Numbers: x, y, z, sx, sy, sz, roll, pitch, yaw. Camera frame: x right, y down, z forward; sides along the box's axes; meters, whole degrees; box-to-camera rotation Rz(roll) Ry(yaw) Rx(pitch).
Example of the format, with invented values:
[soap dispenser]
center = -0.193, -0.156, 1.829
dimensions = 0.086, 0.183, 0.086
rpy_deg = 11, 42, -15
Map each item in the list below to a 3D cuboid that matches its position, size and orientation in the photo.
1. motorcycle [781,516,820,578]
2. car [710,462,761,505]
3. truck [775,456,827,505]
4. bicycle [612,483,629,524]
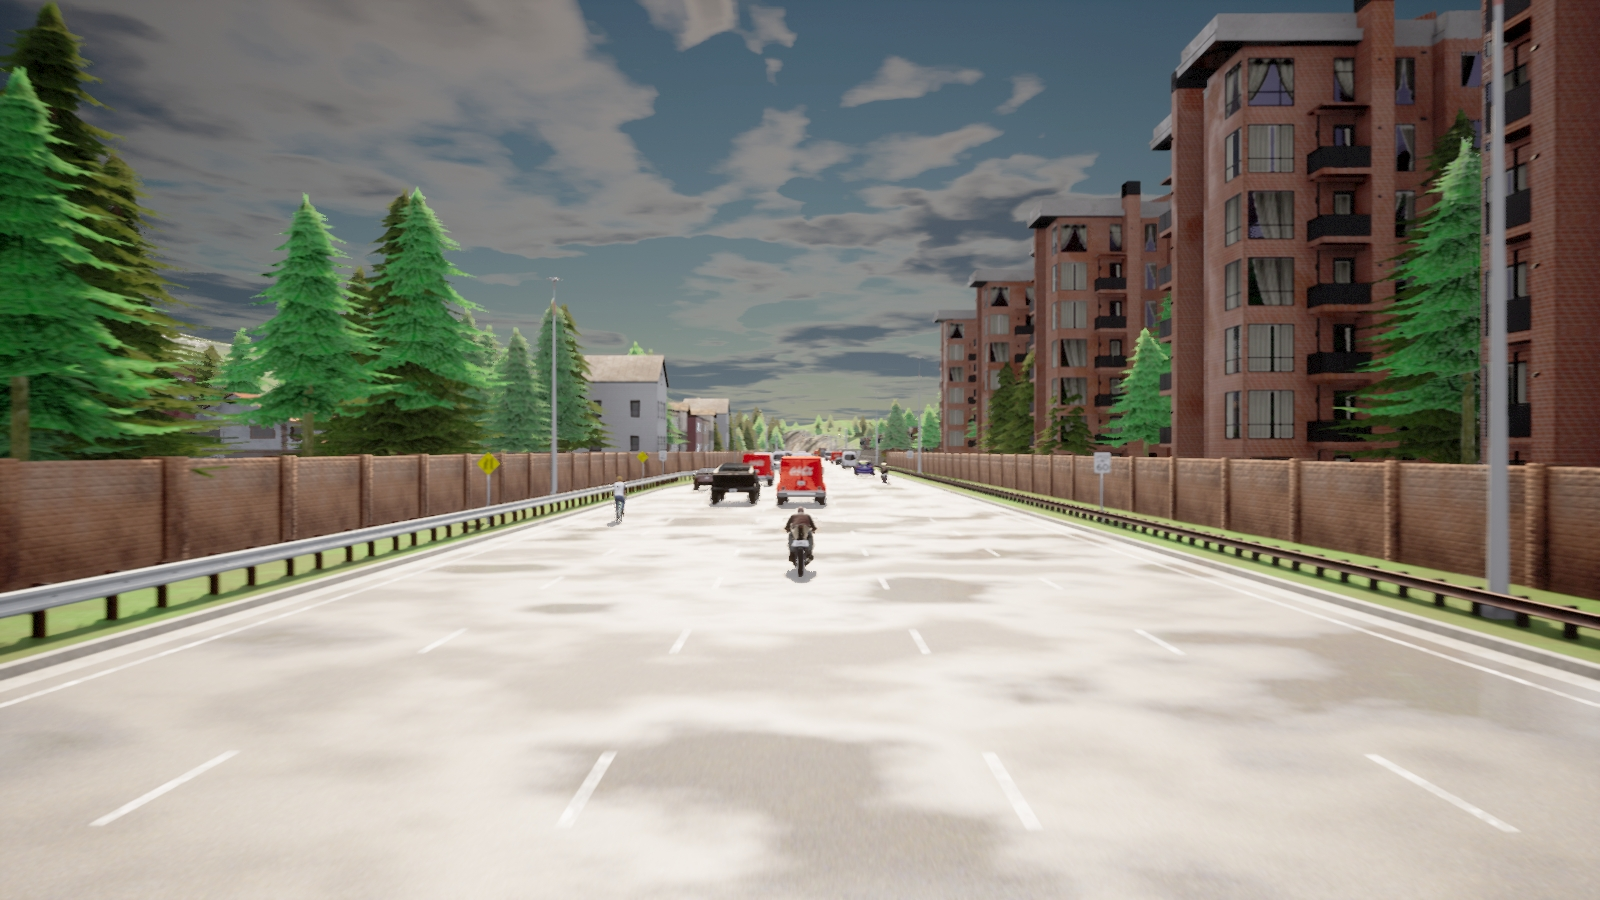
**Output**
[motorcycle]
center = 0.019, 2.205, 26.422
dimensions = 0.867, 1.251, 2.209
rpy_deg = 0, 0, 0
[car]
center = -3.420, 1.753, 61.607
dimensions = 2.390, 2.098, 6.274
rpy_deg = 0, 0, 0
[truck]
center = 0.078, 1.568, 60.355
dimensions = 2.627, 2.467, 5.204
rpy_deg = 0, 0, 0
[bicycle]
center = -6.951, 2.055, 44.241
dimensions = 0.373, 1.496, 1.643
rpy_deg = 0, 1, 0
